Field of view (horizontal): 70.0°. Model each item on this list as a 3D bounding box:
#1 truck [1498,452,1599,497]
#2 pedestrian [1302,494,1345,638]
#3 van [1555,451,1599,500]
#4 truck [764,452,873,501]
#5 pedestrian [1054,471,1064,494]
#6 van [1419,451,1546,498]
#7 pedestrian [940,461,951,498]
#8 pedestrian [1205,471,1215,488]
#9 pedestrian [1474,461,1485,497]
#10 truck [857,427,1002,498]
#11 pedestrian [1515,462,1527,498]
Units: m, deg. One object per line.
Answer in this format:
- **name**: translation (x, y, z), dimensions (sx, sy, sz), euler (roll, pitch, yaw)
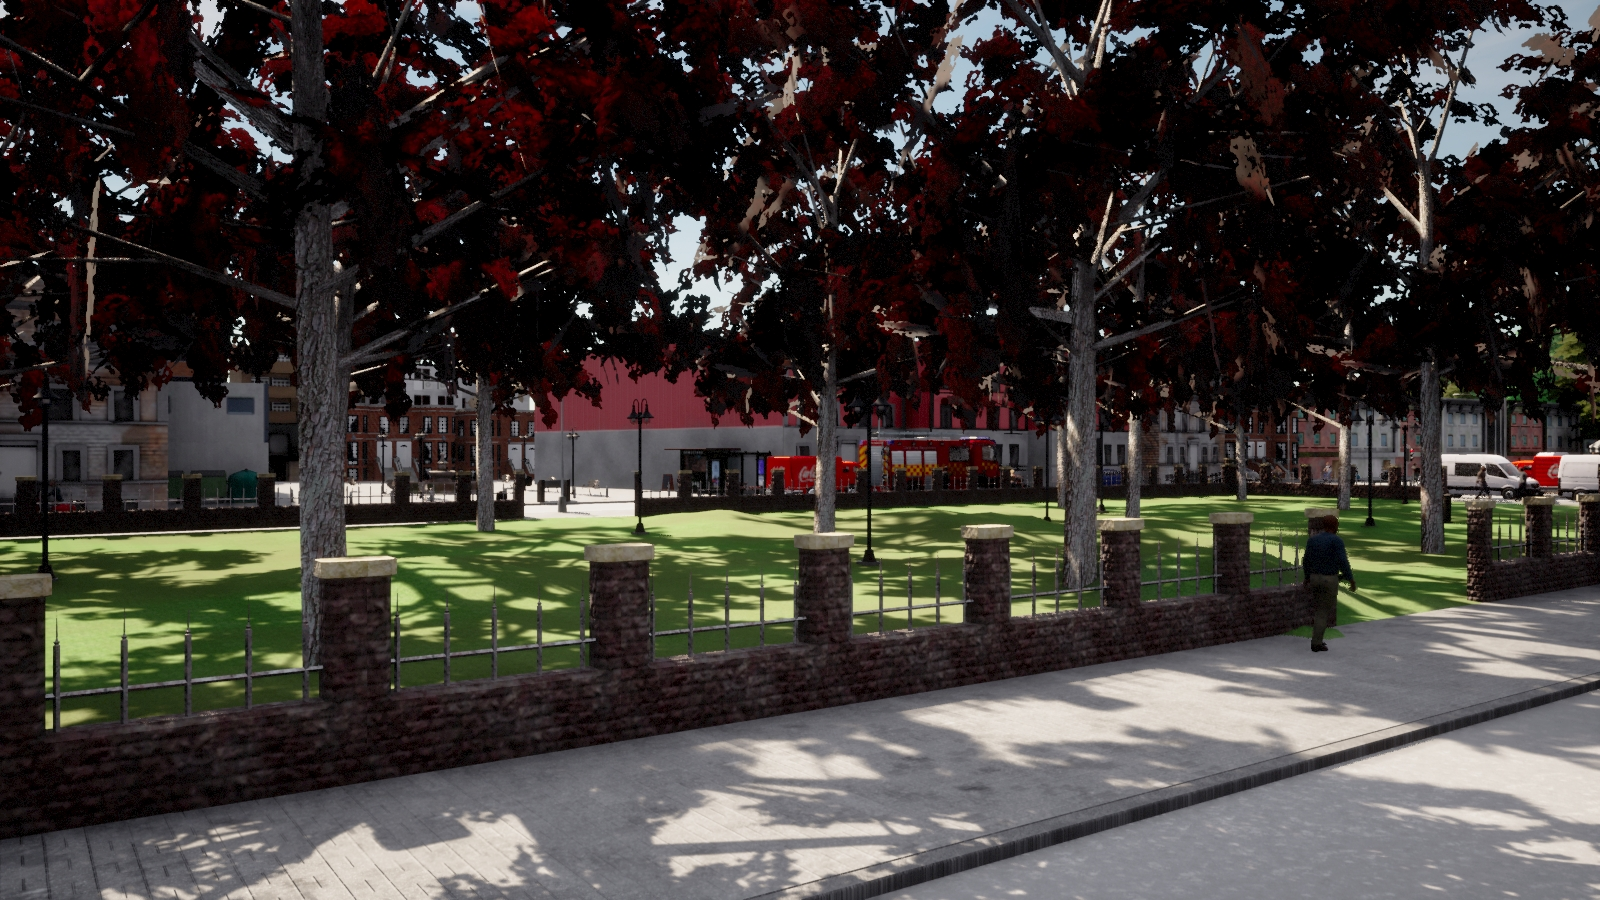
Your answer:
- **truck**: translation (43.313, 1.345, 65.355), dimensions (2.627, 2.467, 5.204), euler (0, 0, -35)
- **pedestrian**: translation (6.942, 1.525, 15.164), dimensions (0.375, 1.860, 0.375), euler (0, 0, -31)
- **van**: translation (42.801, 1.314, 59.145), dimensions (1.988, 2.561, 5.915), euler (0, 0, -34)
- **truck**: translation (0.982, 1.348, 60.339), dimensions (5.204, 2.467, 2.627), euler (0, 0, -35)
- **pedestrian**: translation (14.475, 1.804, 63.900), dimensions (0.375, 1.300, 0.375), euler (0, 0, -35)
- **van**: translation (38.735, 1.314, 65.046), dimensions (1.988, 2.561, 5.915), euler (0, 0, -34)
- **pedestrian**: translation (7.522, 1.524, 59.054), dimensions (0.375, 1.860, 0.375), euler (0, 0, -35)
- **pedestrian**: translation (26.436, 1.907, 73.667), dimensions (0.500, 1.100, 0.500), euler (0, 0, 2)
- **pedestrian**: translation (35.695, 1.523, 60.028), dimensions (0.375, 1.860, 0.375), euler (0, 0, -39)
- **truck**: translation (7.473, 0.671, 65.186), dimensions (8.468, 3.827, 2.891), euler (0, 0, -35)
- **pedestrian**: translation (36.843, 1.525, 58.373), dimensions (0.375, 1.860, 0.375), euler (0, 0, -29)
